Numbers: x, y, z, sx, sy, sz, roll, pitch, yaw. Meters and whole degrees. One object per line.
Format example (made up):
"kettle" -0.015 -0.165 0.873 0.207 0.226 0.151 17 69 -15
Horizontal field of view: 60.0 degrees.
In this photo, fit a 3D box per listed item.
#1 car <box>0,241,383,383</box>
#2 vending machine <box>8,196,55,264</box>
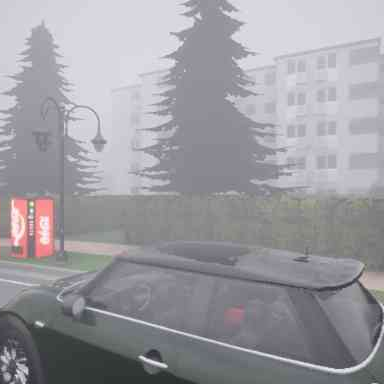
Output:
"car" -0.190 1.351 3.644 4.553 1.767 2.097 0 0 34
"vending machine" -5.294 1.195 11.041 0.880 2.100 1.100 0 0 24
